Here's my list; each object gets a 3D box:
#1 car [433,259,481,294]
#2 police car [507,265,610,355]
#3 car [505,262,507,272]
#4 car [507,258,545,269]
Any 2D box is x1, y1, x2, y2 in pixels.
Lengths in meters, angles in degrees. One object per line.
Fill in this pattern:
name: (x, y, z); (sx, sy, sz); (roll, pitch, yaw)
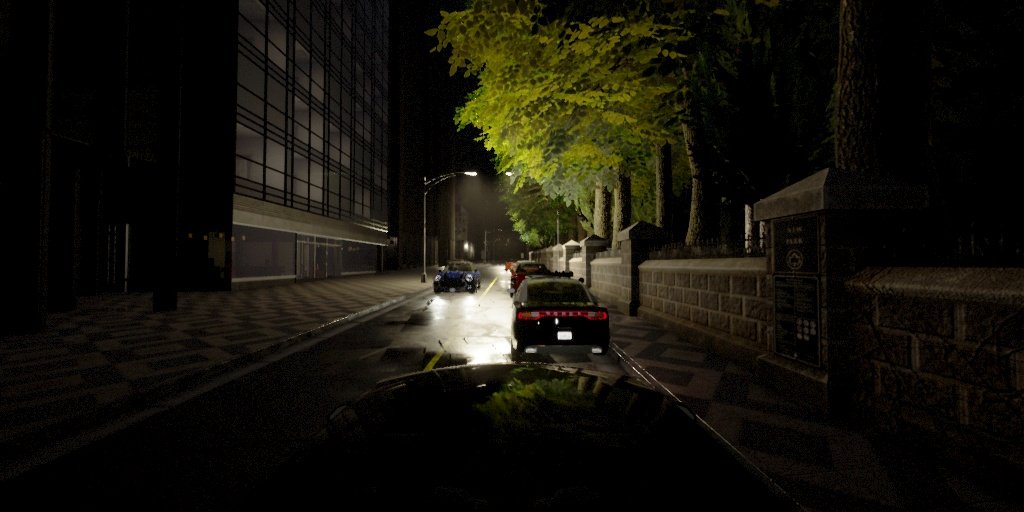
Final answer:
car: (-2.937, 1.103, 19.976); (2.097, 1.767, 4.553); (0, 0, 0)
police car: (0.924, 1.176, 8.802); (1.930, 1.638, 5.238); (0, 0, 0)
car: (0.205, 1.120, 47.407); (2.097, 1.767, 4.553); (0, 0, 1)
car: (0.957, 1.102, 18.664); (2.097, 1.767, 4.553); (0, 0, 0)
